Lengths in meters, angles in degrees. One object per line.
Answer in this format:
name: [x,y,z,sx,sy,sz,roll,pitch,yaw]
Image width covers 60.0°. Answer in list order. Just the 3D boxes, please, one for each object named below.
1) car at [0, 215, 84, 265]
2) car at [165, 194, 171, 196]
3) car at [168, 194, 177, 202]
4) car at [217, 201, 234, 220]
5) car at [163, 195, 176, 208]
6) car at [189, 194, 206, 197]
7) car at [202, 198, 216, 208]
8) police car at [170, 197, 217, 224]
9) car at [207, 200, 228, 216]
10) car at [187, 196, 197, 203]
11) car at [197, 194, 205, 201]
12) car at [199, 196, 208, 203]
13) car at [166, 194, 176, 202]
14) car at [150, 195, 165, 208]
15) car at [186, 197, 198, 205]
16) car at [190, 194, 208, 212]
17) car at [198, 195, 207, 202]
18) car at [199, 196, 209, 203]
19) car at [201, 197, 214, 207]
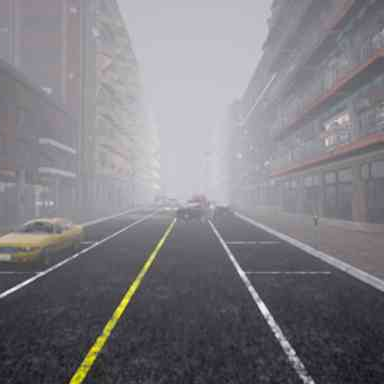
car: [-5.292,1.534,11.846,1.752,1.417,4.829,2,0,0]
car: [-5.282,1.424,56.256,2.192,1.841,5.009,2,0,0]
car: [-5.278,1.564,89.437,2.192,1.841,5.009,1,0,0]
car: [2.589,1.579,28.537,1.887,1.381,4.507,1,0,0]
car: [-2.824,1.615,50.154,1.812,1.442,4.674,0,0,0]
car: [0.694,1.400,35.131,2.097,1.767,4.553,0,0,-3]
car: [2.592,1.637,50.659,1.887,1.381,4.507,1,0,0]
police car: [0.280,1.453,25.586,1.930,1.638,5.238,0,0,15]
car: [2.590,1.571,34.239,1.752,1.417,4.829,1,0,0]
car: [0.011,1.582,75.926,2.128,1.511,4.902,0,0,0]
car: [2.568,1.592,94.907,2.192,1.841,5.009,1,0,0]
car: [2.595,1.740,78.313,1.887,1.381,4.507,1,0,0]
car: [-5.279,1.537,83.907,2.192,1.841,5.009,1,0,0]
car: [-5.288,1.617,50.553,1.752,1.417,4.829,2,0,0]
car: [0.009,1.689,60.919,1.994,1.385,4.181,0,0,0]
car: [0.831,1.288,41.241,2.150,2.045,5.566,0,0,0]
car: [2.606,1.662,83.845,1.967,1.590,4.097,1,0,0]
car: [2.595,1.716,72.783,1.887,1.381,4.507,1,0,0]
car: [2.592,1.660,56.191,2.008,1.369,4.403,1,0,0]
